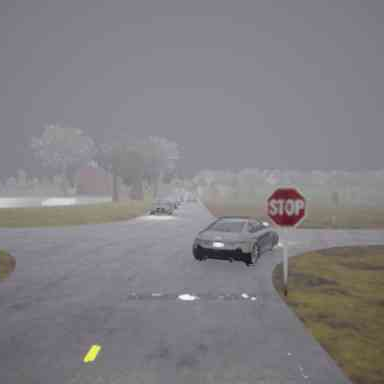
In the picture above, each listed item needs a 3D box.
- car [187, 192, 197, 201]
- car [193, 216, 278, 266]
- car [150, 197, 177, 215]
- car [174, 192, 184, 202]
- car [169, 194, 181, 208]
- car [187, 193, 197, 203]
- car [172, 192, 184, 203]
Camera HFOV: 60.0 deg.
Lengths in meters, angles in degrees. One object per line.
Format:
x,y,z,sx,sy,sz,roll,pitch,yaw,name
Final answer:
0.013,0.956,73.571,2.097,1.767,4.553,0,0,0,car
1.658,1.531,11.731,1.994,1.385,4.181,0,0,26,car
-2.826,1.479,32.193,1.994,1.385,4.181,0,0,2,car
-2.812,1.202,52.387,2.097,1.767,4.553,0,0,0,car
-2.821,1.360,42.190,1.882,1.535,5.008,0,0,0,car
0.012,1.373,63.561,1.994,1.385,4.181,0,0,0,car
-2.738,1.020,66.711,2.150,2.045,5.566,0,0,0,car
